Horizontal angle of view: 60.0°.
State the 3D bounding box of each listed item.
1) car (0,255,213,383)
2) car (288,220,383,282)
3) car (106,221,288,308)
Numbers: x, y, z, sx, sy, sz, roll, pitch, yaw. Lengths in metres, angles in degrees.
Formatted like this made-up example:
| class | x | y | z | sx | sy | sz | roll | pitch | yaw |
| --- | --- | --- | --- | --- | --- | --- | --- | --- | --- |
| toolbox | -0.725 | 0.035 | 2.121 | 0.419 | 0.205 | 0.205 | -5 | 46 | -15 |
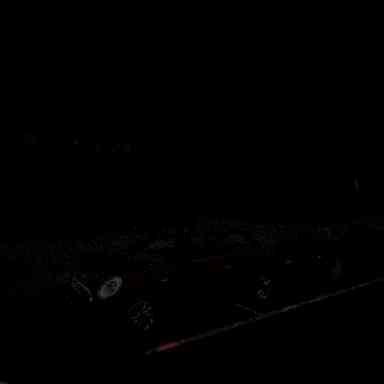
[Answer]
| class | x | y | z | sx | sy | sz | roll | pitch | yaw |
| --- | --- | --- | --- | --- | --- | --- | --- | --- | --- |
| car | -2.495 | 1.492 | 1.603 | 4.902 | 1.511 | 2.128 | 0 | 0 | -35 |
| car | 4.294 | 1.538 | 9.790 | 4.507 | 1.381 | 1.887 | 0 | 1 | -35 |
| car | -0.293 | 1.438 | 6.534 | 4.097 | 1.590 | 1.967 | 0 | 1 | -35 |
